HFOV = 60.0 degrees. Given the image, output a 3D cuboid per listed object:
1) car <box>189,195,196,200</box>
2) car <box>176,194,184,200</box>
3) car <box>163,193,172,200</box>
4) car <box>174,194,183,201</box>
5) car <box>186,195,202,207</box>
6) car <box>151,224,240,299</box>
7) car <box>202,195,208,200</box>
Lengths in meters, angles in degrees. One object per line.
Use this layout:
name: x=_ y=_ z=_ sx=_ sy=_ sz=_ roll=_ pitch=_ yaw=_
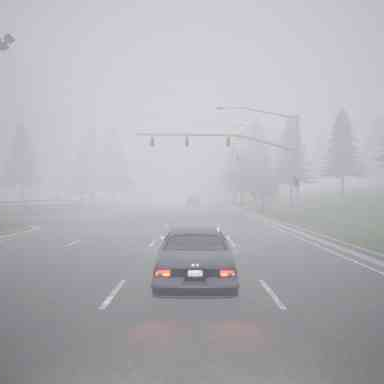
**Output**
car: x=0.135 y=1.550 z=94.166 sx=2.033 sy=1.411 sz=5.357 roll=0 pitch=0 yaw=0
car: x=-3.366 y=1.367 z=93.757 sx=2.128 sy=1.511 sz=4.902 roll=0 pitch=0 yaw=0
car: x=-6.865 y=1.235 z=94.206 sx=2.150 sy=2.045 sz=5.566 roll=0 pitch=0 yaw=0
car: x=-3.380 y=1.525 z=83.754 sx=1.812 sy=1.442 sz=4.674 roll=0 pitch=0 yaw=0
car: x=0.073 y=1.357 z=52.689 sx=2.097 sy=1.767 sz=4.553 roll=0 pitch=0 yaw=0
car: x=0.078 y=1.548 z=8.650 sx=2.033 sy=1.411 sz=5.357 roll=0 pitch=0 yaw=1
car: x=3.635 y=1.510 z=94.161 sx=1.837 sy=1.490 sz=4.892 roll=0 pitch=0 yaw=0
